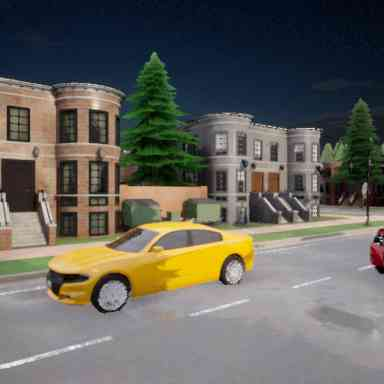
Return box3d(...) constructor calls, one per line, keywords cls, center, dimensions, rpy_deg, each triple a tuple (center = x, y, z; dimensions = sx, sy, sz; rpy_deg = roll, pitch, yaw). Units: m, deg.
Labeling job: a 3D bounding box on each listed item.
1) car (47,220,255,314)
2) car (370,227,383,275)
box3d(cls="car", center=(-0.705, 1.477, 7.829), dimensions=(5.008, 1.535, 1.882), rpy_deg=(0, 0, -36))
box3d(cls="car", center=(7.236, 1.222, 9.302), dimensions=(5.566, 2.045, 2.150), rpy_deg=(0, 0, -36))
